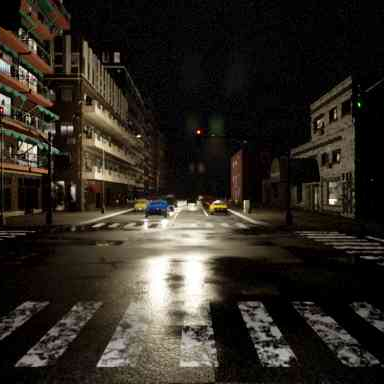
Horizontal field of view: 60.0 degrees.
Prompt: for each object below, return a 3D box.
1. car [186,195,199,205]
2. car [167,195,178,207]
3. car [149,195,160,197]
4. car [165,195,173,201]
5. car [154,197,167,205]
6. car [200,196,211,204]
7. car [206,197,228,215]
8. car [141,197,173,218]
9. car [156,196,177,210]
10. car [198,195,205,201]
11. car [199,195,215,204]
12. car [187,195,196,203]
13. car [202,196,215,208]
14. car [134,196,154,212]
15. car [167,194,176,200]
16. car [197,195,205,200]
[{"bbox_3d":[-0.056,1.595,60.238,2.033,1.411,5.357,0,0,0],"label":"car"},{"bbox_3d":[-3.122,1.538,50.059,1.837,1.490,4.892,0,0,0],"label":"car"},{"bbox_3d":[-5.734,1.349,50.461,2.192,1.841,5.009,0,0,0],"label":"car"},{"bbox_3d":[-5.767,1.530,83.696,1.967,1.590,4.097,0,0,0],"label":"car"},{"bbox_3d":[-5.746,1.600,61.539,2.008,1.369,4.403,0,0,0],"label":"car"},{"bbox_3d":[2.630,1.609,67.087,2.008,1.369,4.403,0,0,0],"label":"car"},{"bbox_3d":[2.661,1.543,34.022,1.752,1.417,4.829,0,0,0],"label":"car"},{"bbox_3d":[-3.128,1.492,30.712,1.882,1.535,5.008,0,0,0],"label":"car"},{"bbox_3d":[-3.119,1.548,39.990,1.812,1.442,4.674,0,0,0],"label":"car"},{"bbox_3d":[2.608,1.628,89.414,1.752,1.417,4.829,0,0,0],"label":"car"},{"bbox_3d":[2.646,1.349,50.470,2.192,1.841,5.009,0,0,0],"label":"car"},{"bbox_3d":[-0.066,1.432,70.658,1.882,1.535,5.008,0,0,0],"label":"car"},{"bbox_3d":[2.651,1.609,44.930,1.802,1.307,4.206,0,0,0],"label":"car"},{"bbox_3d":[-5.725,1.547,39.212,1.752,1.417,4.829,0,0,0],"label":"car"},{"bbox_3d":[-5.777,1.430,94.775,2.192,1.841,5.009,0,0,0],"label":"car"},{"bbox_3d":[2.603,1.666,94.783,2.008,1.369,4.403,0,0,0],"label":"car"}]
